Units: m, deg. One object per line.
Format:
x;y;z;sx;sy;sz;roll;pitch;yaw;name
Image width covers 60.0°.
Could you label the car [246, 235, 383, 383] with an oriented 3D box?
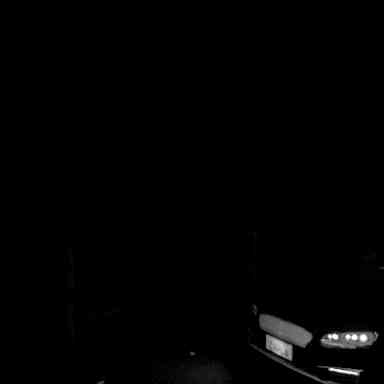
2.977;1.488;5.179;4.902;1.511;2.128;0;0;-35;car
